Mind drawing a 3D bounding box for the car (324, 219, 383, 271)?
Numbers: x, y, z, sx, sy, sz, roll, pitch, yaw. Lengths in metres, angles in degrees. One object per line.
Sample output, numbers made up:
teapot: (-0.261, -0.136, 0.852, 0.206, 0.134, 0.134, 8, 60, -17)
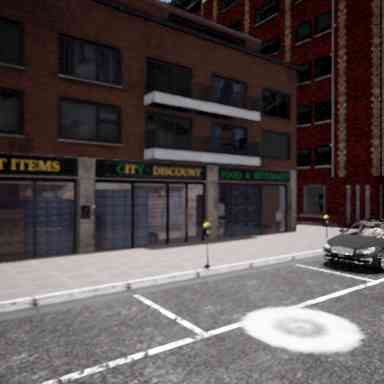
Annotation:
car: (6.113, 1.596, 10.924, 4.403, 1.369, 2.008, 0, 0, -36)
